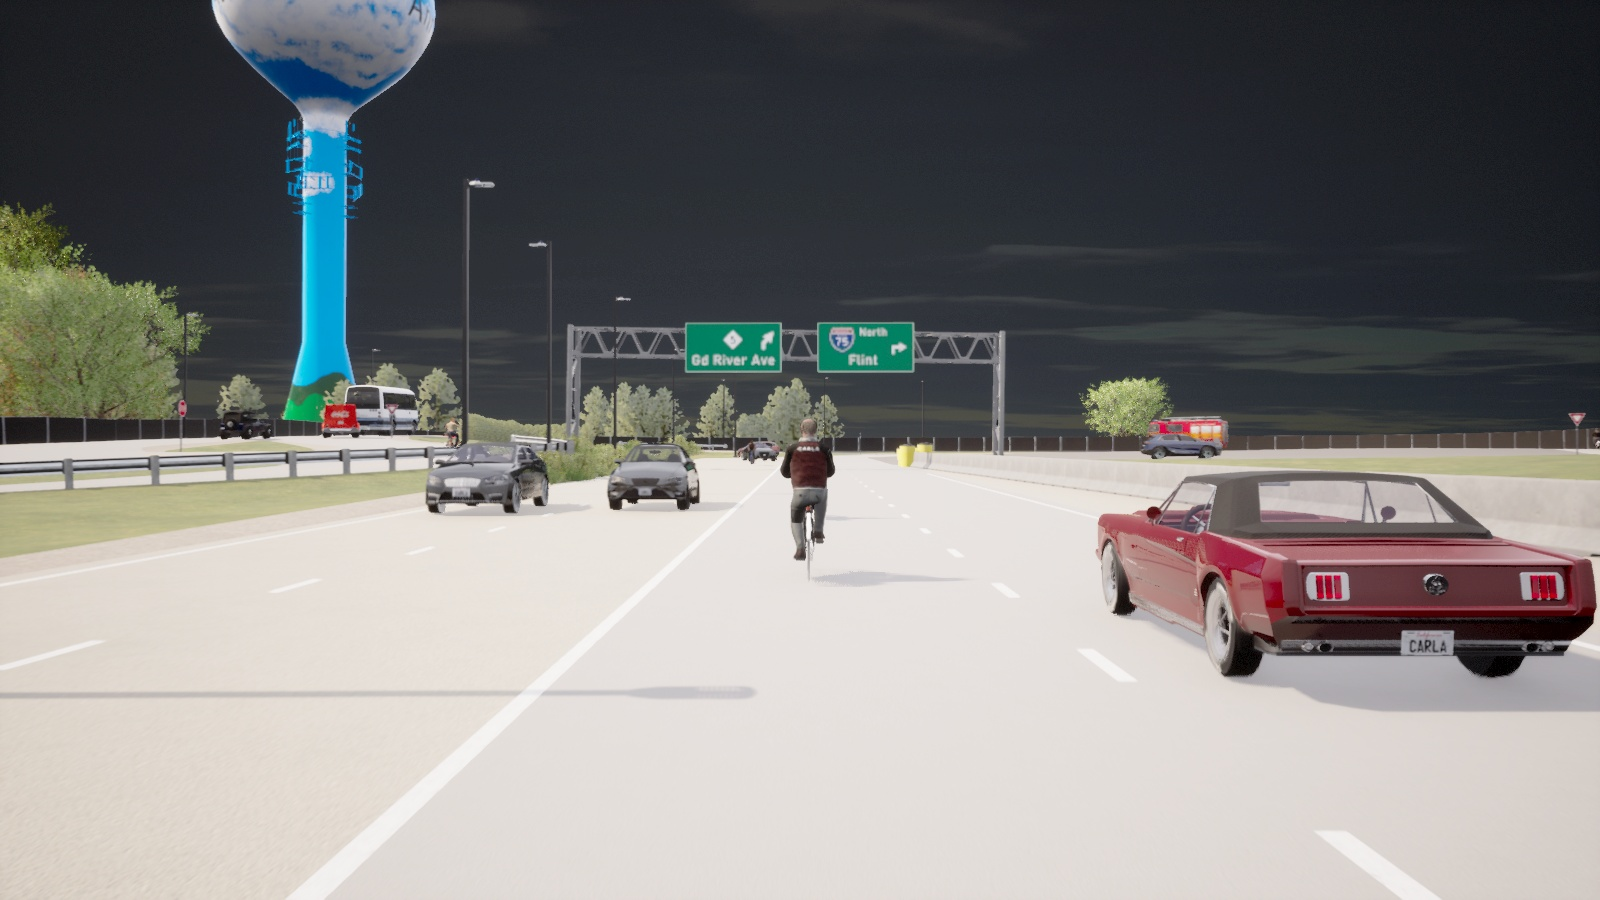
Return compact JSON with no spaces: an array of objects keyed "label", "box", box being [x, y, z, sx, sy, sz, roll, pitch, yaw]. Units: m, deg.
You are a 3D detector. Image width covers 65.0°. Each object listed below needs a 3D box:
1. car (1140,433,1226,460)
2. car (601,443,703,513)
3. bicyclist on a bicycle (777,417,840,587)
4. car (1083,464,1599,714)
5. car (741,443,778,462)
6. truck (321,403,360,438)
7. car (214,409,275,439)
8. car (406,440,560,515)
[{"label":"car","box":[23.961,-0.196,78.698,4.856,1.649,2.033,-1,0,7]},{"label":"car","box":[-3.320,0.591,28.891,1.816,1.474,4.193,0,0,0]},{"label":"bicyclist on a bicycle","box":[0.096,0.540,14.035,0.659,1.776,1.843,0,1,0]},{"label":"car","box":[3.569,0.799,9.313,1.895,1.301,4.718,0,0,0]},{"label":"car","box":[-3.125,0.185,96.141,1.994,1.385,4.181,0,0,-14]},{"label":"truck","box":[-34.064,-2.208,93.216,2.627,2.467,5.204,0,2,-19]},{"label":"car","box":[-36.059,-1.708,81.610,1.905,1.878,3.866,0,2,6]},{"label":"car","box":[-6.827,0.535,27.659,2.128,1.511,4.902,0,0,0]}]
